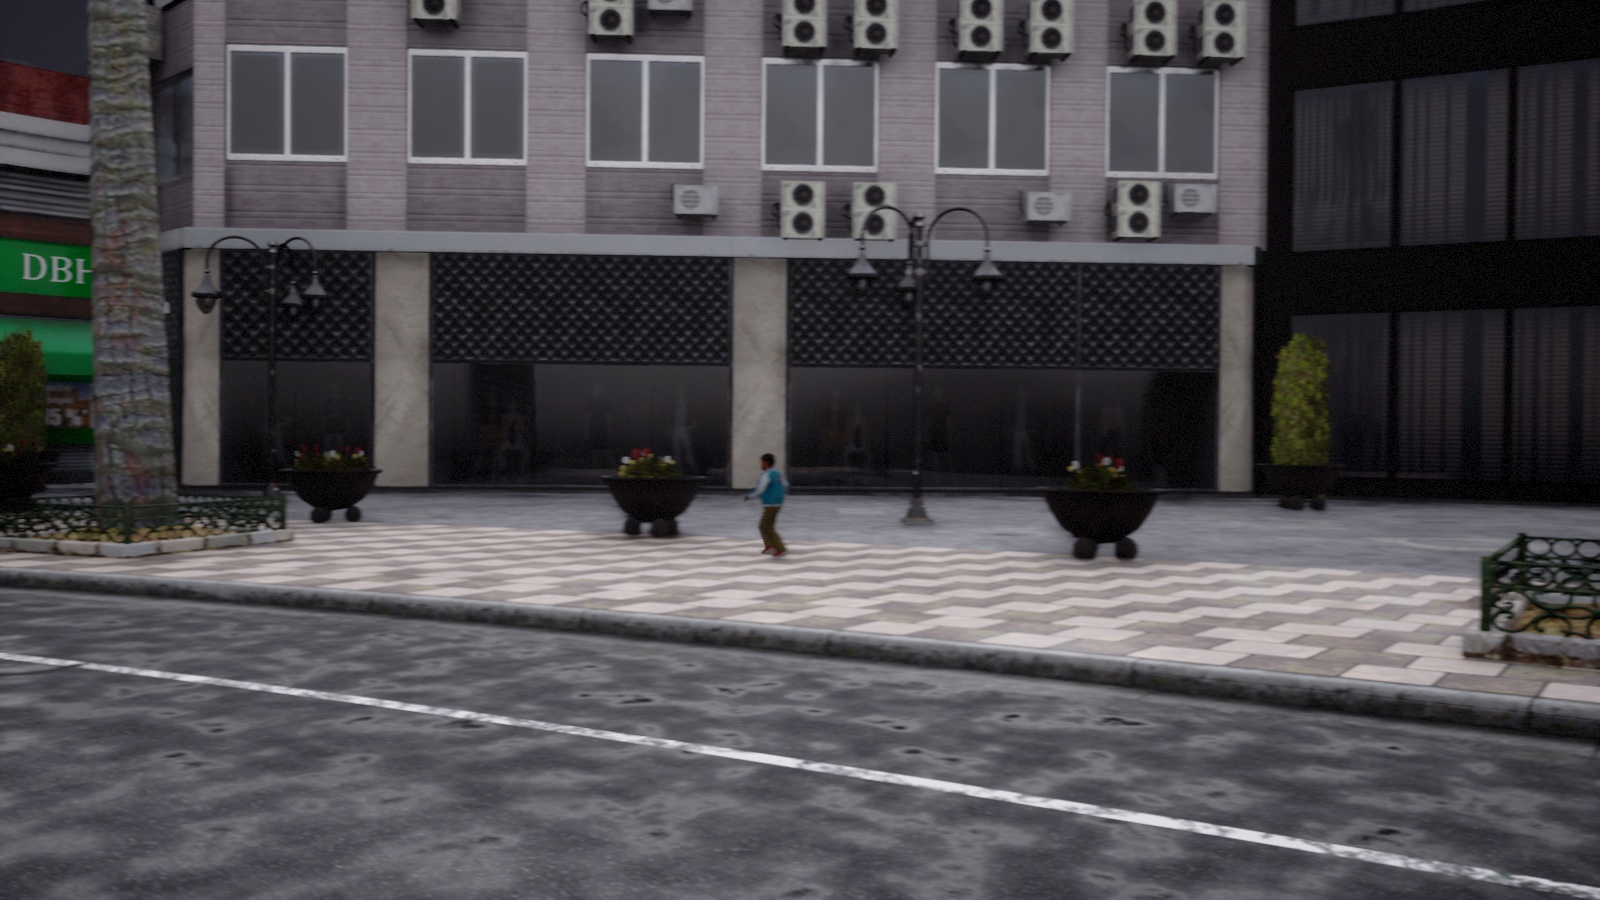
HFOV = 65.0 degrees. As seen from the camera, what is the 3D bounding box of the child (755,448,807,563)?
[{"bbox_3d":[-0.199,0.579,13.266,0.448,1.192,0.343,0,1,22],"label":"child"}]
